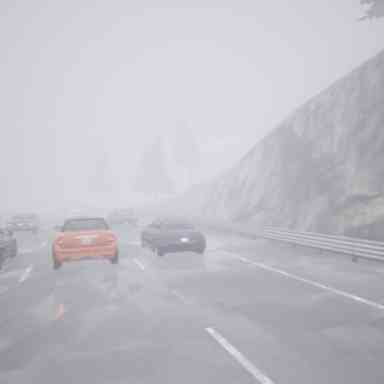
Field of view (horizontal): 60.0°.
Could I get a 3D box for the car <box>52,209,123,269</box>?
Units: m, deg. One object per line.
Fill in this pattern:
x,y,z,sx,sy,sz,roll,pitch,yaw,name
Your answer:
-4.099,1.639,12.707,2.097,1.767,4.553,-1,-1,-19,car

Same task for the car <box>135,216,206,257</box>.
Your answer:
-0.939,1.792,14.281,1.994,1.385,4.181,-1,-1,-19,car

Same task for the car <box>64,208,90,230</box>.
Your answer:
-9.534,2.163,27.469,1.812,1.442,4.674,-1,-1,-20,car

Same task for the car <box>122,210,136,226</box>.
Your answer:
-5.807,2.141,27.482,1.895,1.301,4.718,-1,-1,-20,car

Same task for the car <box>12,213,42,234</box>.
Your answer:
-11.839,2.191,23.621,2.033,1.411,5.357,-1,-1,-20,car

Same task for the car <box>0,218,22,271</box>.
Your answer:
-7.456,1.888,11.714,1.812,1.442,4.674,-1,-1,-19,car
